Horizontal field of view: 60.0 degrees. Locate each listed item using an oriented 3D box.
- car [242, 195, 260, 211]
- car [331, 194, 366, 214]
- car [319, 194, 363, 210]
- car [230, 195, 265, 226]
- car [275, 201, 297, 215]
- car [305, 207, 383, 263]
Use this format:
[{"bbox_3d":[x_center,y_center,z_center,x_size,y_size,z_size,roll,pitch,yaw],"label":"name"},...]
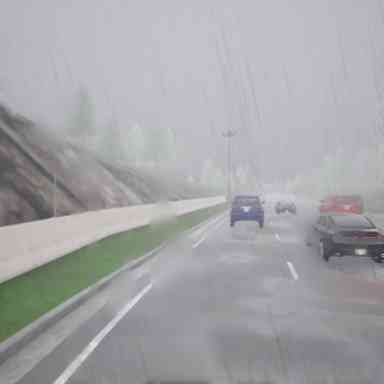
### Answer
[{"bbox_3d":[7.498,1.324,41.948,2.097,1.767,4.553,0,0,11],"label":"car"},{"bbox_3d":[17.226,1.264,36.963,2.150,2.045,5.566,0,0,11],"label":"car"},{"bbox_3d":[11.625,1.247,26.473,2.150,2.045,5.566,0,0,11],"label":"car"},{"bbox_3d":[3.883,1.206,23.298,2.150,2.045,5.566,0,0,11],"label":"car"},{"bbox_3d":[9.587,1.599,34.357,1.895,1.301,4.718,0,0,11],"label":"car"},{"bbox_3d":[5.403,1.517,12.221,1.837,1.490,4.892,0,0,10],"label":"car"}]
